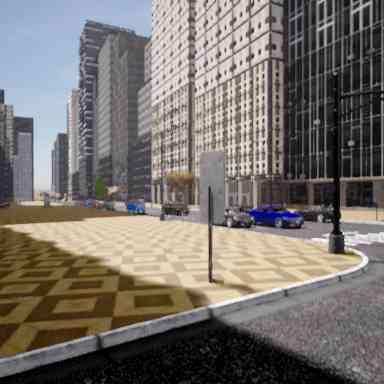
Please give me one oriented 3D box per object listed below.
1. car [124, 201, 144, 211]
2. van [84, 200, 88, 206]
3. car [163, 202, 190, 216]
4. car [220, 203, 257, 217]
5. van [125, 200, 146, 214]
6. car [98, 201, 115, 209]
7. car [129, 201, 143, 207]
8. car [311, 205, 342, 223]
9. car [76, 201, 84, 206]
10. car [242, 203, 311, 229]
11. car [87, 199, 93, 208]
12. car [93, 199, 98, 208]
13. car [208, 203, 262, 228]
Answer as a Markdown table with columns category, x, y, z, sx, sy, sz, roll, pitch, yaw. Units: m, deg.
| category | x | y | z | sx | sy | sz | roll | pitch | yaw |
| --- | --- | --- | --- | --- | --- | --- | --- | --- | --- |
| car | -9.599 | 2.264 | 54.446 | 1.882 | 1.535 | 5.008 | 0 | -1 | -26 |
| van | -22.328 | 2.509 | 74.075 | 1.690 | 1.788 | 3.998 | -1 | -1 | -26 |
| car | -1.891 | 1.948 | 38.652 | 1.837 | 1.490 | 4.892 | 0 | -1 | -26 |
| car | 5.139 | 1.937 | 37.461 | 1.947 | 1.339 | 4.313 | -1 | 0 | -26 |
| van | -7.365 | 1.907 | 43.830 | 1.690 | 1.788 | 3.998 | -1 | -1 | -26 |
| car | -14.842 | 2.413 | 58.951 | 2.008 | 1.369 | 4.403 | -1 | -1 | -26 |
| car | -12.318 | 2.645 | 72.749 | 1.802 | 1.307 | 4.206 | -1 | -1 | -26 |
| car | 10.127 | 1.732 | 27.379 | 2.008 | 1.369 | 4.403 | -1 | 0 | -26 |
| car | -27.311 | 2.918 | 84.156 | 1.887 | 1.381 | 4.507 | -1 | -1 | -26 |
| car | 5.702 | 1.679 | 23.289 | 1.812 | 1.442 | 4.674 | 0 | -1 | -26 |
| car | -19.830 | 2.610 | 69.033 | 1.887 | 1.381 | 4.507 | -1 | -1 | -26 |
| car | -17.261 | 2.486 | 63.840 | 1.752 | 1.417 | 4.829 | -1 | -1 | -26 |
| car | 2.616 | 1.734 | 23.662 | 2.008 | 1.369 | 4.403 | -1 | 0 | -26 |
